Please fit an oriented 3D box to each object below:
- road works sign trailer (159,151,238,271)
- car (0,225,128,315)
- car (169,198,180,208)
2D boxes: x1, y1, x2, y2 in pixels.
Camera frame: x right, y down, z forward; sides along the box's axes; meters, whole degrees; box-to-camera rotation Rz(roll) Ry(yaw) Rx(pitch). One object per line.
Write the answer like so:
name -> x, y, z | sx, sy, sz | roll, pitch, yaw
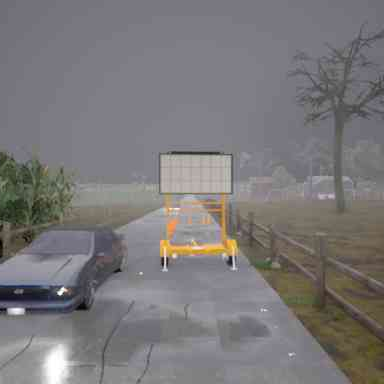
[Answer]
road works sign trailer -> 0.115, 0.476, 10.977 | 2.380, 3.560, 2.880 | 0, 0, -5
car -> -2.849, 1.554, 8.055 | 2.033, 1.411, 5.357 | 0, 0, 0
car -> -2.828, 1.655, 50.876 | 2.128, 1.511, 4.902 | 0, 0, 0
